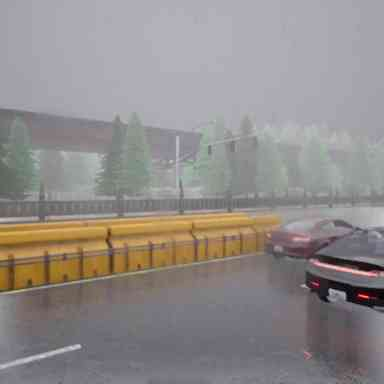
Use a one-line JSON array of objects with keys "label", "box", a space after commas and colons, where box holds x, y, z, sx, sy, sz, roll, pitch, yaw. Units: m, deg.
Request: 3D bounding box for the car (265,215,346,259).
[{"label": "car", "box": [4.459, 1.518, 11.259, 4.674, 1.442, 1.812, 0, 0, -35]}]

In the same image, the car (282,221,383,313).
[{"label": "car", "box": [4.397, 1.486, 6.927, 4.902, 1.511, 2.128, 0, 0, -35]}]
